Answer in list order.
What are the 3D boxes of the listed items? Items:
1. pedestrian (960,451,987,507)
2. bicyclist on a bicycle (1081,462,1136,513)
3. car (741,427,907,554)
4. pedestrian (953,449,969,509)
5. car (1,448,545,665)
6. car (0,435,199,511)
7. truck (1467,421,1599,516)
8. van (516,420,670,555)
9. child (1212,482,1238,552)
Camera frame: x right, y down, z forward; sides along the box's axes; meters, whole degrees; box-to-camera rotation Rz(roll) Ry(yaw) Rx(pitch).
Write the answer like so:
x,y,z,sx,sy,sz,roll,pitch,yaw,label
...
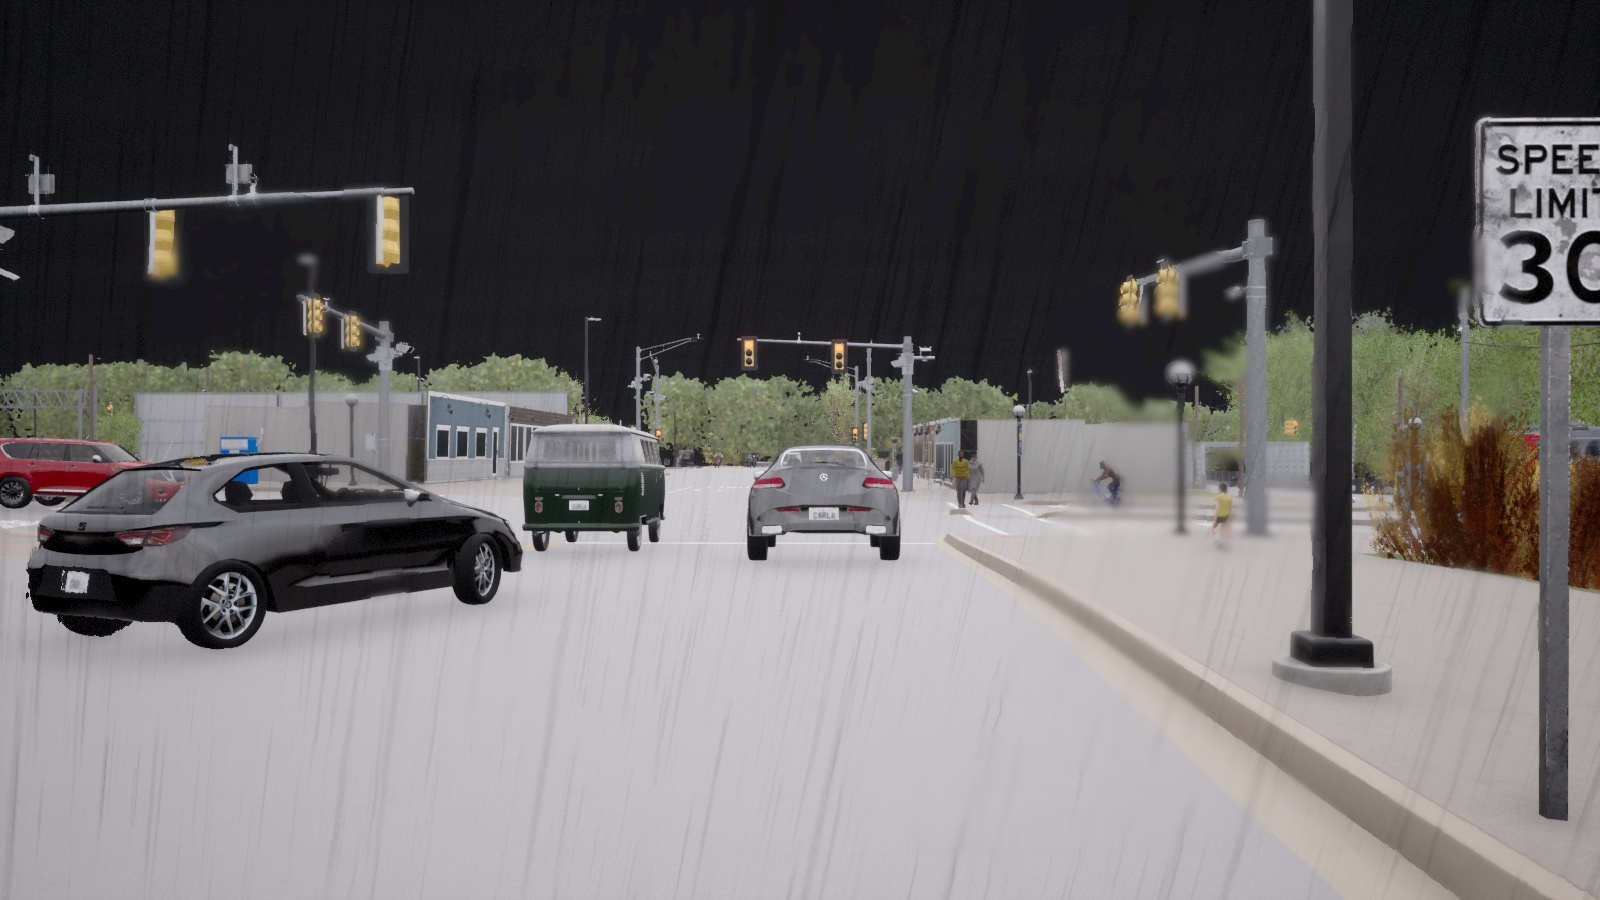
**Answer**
x,y,z,sx,sy,sz,roll,pitch,yaw,label
6.083,1.009,44.035,0.659,1.952,0.873,0,1,28,pedestrian
10.250,1.247,41.786,1.656,1.620,0.582,1,-1,0,bicyclist on a bicycle
0.350,0.588,18.883,2.152,1.651,5.027,0,-1,1,car
5.029,0.905,39.232,0.431,1.840,0.709,0,1,3,pedestrian
-4.332,0.746,11.057,1.816,1.474,4.193,0,1,28,car
-21.005,0.661,36.899,5.566,2.045,2.150,1,0,-3,car
32.456,0.827,54.751,2.891,3.827,8.468,-1,-1,6,truck
-3.282,0.598,20.731,1.775,1.987,4.442,0,-1,0,van
6.956,1.088,20.560,0.255,1.110,0.394,0,1,-8,child
